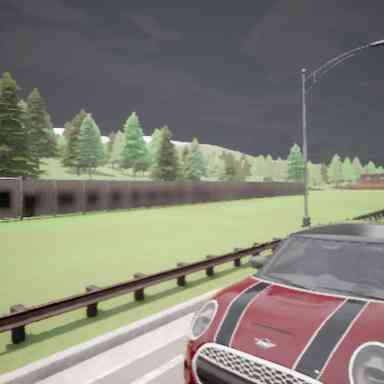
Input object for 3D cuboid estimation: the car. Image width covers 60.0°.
[{"bbox_3d":[1.941,1.262,4.304,2.097,1.767,4.553,-1,1,41],"label":"car"}]
